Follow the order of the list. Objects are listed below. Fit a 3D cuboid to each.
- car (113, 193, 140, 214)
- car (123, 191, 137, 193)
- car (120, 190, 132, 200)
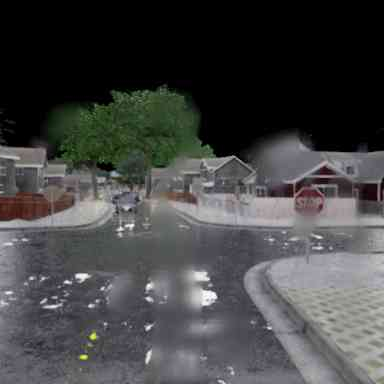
[{"bbox_3d":[-5.979,1.157,30.419,2.128,1.511,4.902,0,1,-11],"label":"car"},{"bbox_3d":[-10.272,0.704,56.991,2.097,1.767,4.553,-1,1,-17],"label":"car"},{"bbox_3d":[-13.220,0.602,66.512,2.097,1.767,4.553,-1,1,-16],"label":"car"}]
